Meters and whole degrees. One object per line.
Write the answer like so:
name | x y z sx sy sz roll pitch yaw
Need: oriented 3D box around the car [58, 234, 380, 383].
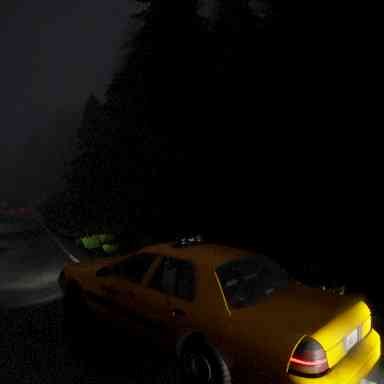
car | -0.243 1.417 5.097 5.366 1.575 1.801 1 1 45

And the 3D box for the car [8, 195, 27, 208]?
car | -21.046 1.057 40.117 2.128 1.511 4.902 -2 2 -26
